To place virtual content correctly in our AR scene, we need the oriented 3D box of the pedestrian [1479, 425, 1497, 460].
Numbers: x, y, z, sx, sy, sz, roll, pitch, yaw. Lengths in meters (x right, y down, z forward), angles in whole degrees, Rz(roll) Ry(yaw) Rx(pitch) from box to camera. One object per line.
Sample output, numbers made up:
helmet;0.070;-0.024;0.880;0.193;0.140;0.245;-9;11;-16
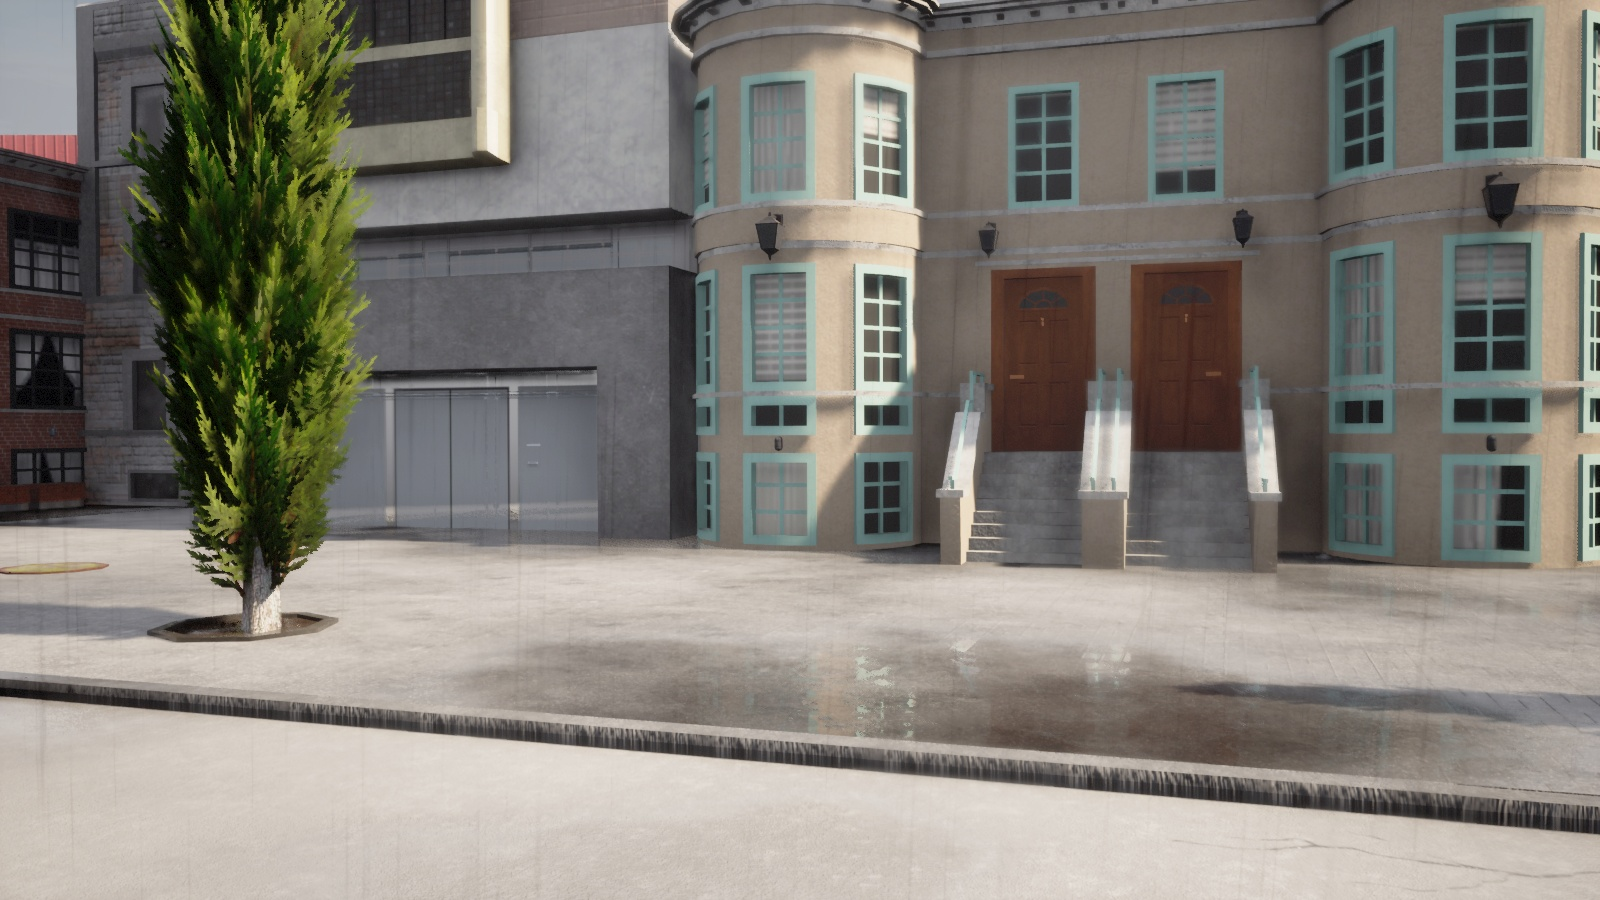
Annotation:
pedestrian;37.062;-0.412;67.637;0.634;1.844;0.899;0;1;17
